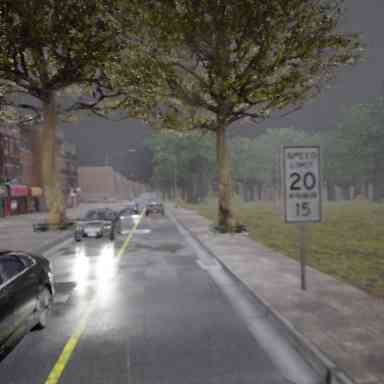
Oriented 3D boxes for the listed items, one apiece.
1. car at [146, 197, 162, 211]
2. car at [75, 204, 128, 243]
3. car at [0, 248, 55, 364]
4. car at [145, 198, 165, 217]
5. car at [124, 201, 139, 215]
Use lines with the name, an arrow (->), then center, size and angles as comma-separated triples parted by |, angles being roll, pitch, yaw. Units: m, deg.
car -> -5.177, 1.607, 45.517 | 2.097, 1.767, 4.553 | -2, 0, -6
car -> -4.758, 1.630, 17.357 | 2.128, 1.511, 4.902 | -2, 0, -6
car -> -3.213, 1.571, 4.125 | 2.128, 1.511, 4.902 | -2, 0, -7
car -> -3.821, 1.660, 34.329 | 2.128, 1.511, 4.902 | -2, 0, -6
car -> -7.066, 1.802, 37.912 | 1.812, 1.442, 4.674 | -2, 0, -7
